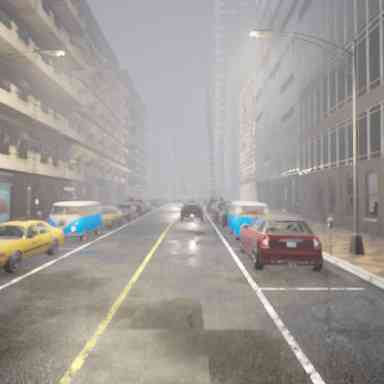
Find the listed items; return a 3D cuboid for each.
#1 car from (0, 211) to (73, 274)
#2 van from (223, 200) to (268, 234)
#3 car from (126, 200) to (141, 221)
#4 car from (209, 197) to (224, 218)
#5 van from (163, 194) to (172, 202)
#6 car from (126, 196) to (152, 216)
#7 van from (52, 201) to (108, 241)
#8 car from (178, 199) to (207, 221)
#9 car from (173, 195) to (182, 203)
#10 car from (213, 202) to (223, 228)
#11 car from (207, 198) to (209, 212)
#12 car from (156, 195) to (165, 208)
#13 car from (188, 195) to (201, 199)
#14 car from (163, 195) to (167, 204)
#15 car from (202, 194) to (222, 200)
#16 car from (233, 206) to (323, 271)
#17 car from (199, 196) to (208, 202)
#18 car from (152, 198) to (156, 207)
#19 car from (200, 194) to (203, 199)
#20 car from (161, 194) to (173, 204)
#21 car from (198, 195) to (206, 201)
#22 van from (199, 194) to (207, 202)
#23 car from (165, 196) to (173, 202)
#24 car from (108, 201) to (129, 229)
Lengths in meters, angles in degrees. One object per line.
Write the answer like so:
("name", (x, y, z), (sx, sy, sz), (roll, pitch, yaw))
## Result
("car", (-5.688, 1.538, 10.714), (1.752, 1.417, 4.829), (1, 0, 0))
("van", (2.705, 1.360, 16.521), (1.690, 1.788, 3.998), (1, 0, 0))
("car", (-5.650, 1.612, 27.524), (1.802, 1.307, 4.206), (1, 0, 0))
("car", (2.700, 1.471, 27.616), (1.967, 1.590, 4.097), (1, 0, 0))
("van", (-5.657, 1.418, 77.444), (1.690, 1.788, 3.998), (1, 0, 0))
("car", (-5.646, 1.351, 33.071), (2.192, 1.841, 5.009), (1, 0, 0))
("van", (-5.650, 1.360, 16.432), (1.690, 1.788, 3.998), (1, 0, 0))
("car", (0.015, 1.561, 27.648), (1.837, 1.490, 4.892), (0, 0, 0))
("car", (-3.017, 1.606, 69.081), (2.033, 1.411, 5.357), (0, 0, 0))
("car", (2.699, 1.591, 22.068), (1.947, 1.339, 4.313), (1, 0, 0))
("car", (2.697, 1.561, 33.334), (1.752, 1.417, 4.829), (1, 0, 0))
("car", (-5.655, 1.618, 49.711), (1.947, 1.339, 4.313), (1, 0, 0))
("car", (-0.013, 1.615, 53.882), (2.033, 1.411, 5.357), (0, 0, 0))
("car", (-5.657, 1.639, 55.258), (1.802, 1.307, 4.206), (1, 0, 0))
("car", (2.700, 1.356, 38.712), (2.192, 1.841, 5.009), (1, 0, 0))
("car", (2.704, 1.453, 10.972), (1.967, 1.590, 4.097), (1, 0, 0))
("car", (2.685, 1.659, 77.546), (1.802, 1.307, 4.206), (1, 0, 0))
("car", (-5.651, 1.566, 38.447), (1.752, 1.417, 4.829), (1, 0, 0))
("car", (2.693, 1.498, 55.355), (1.967, 1.590, 4.097), (1, 0, 0))
("car", (-5.654, 1.383, 66.351), (2.192, 1.841, 5.009), (1, 0, 0))
("car", (2.683, 1.632, 88.642), (1.887, 1.381, 4.507), (1, 0, 0))
("van", (2.688, 1.423, 83.095), (1.690, 1.788, 3.998), (1, 0, 0))
("car", (-5.664, 1.664, 82.992), (1.802, 1.307, 4.206), (1, 0, 0))
("car", (-5.647, 1.550, 21.808), (1.752, 1.417, 4.829), (1, 0, 0))
